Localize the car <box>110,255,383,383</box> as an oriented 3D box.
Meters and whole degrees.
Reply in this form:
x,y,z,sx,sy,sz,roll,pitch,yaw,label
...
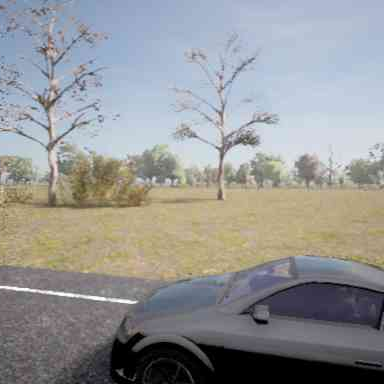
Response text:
x,y,z,sx,sy,sz,roll,pitch,yaw,label
1.252,1.465,3.703,4.181,1.385,1.994,1,2,16,car
